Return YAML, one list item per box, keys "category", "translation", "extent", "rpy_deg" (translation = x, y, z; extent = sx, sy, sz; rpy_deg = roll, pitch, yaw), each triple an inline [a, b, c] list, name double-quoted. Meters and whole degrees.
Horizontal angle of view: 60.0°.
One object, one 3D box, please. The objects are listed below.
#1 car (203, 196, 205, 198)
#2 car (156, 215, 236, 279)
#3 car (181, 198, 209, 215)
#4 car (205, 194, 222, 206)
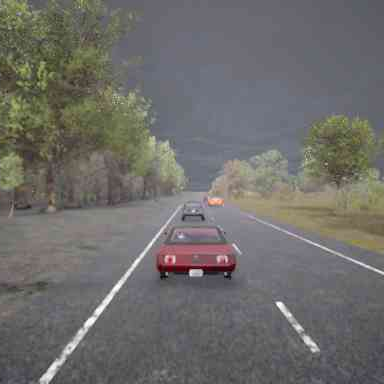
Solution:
- category: "car"
  translation: [3.489, 1.246, 72.990]
  extent: [2.097, 1.767, 4.553]
  rpy_deg: [0, 0, 0]
- category: "car"
  translation: [0.098, 1.585, 9.929]
  extent: [1.895, 1.301, 4.718]
  rpy_deg: [0, 0, 0]
- category: "car"
  translation: [0.093, 1.504, 28.061]
  extent: [2.033, 1.411, 5.357]
  rpy_deg: [0, 0, 0]
- category: "car"
  translation: [3.591, 1.272, 52.719]
  extent: [2.097, 1.767, 4.553]
  rpy_deg: [0, 0, 0]
